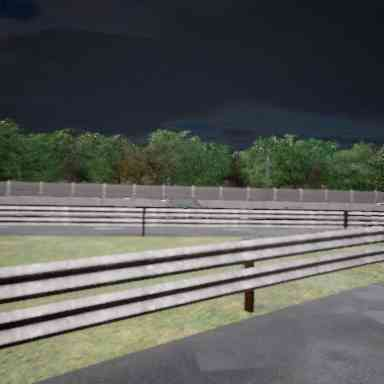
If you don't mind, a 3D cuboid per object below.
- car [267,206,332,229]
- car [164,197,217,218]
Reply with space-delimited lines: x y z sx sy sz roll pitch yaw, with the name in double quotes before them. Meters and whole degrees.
"car" 7.198 1.682 22.411 4.181 1.385 1.994 1 -1 -8
"car" -0.177 1.358 28.416 4.553 1.767 2.097 1 -1 -8
